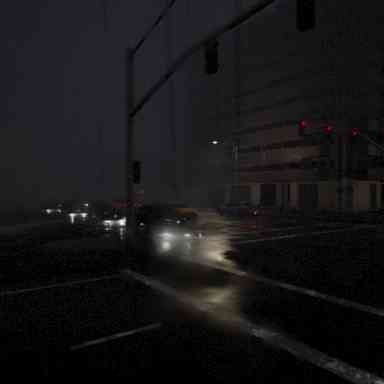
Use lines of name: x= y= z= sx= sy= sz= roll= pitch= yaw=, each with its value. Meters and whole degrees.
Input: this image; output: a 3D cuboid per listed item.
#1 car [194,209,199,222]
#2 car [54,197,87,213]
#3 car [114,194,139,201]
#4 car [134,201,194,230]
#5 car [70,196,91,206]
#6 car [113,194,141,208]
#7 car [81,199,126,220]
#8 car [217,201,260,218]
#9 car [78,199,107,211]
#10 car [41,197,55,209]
car: x=-1.443 y=1.533 z=26.679 sx=1.882 sy=1.535 sz=5.008 roll=0 pitch=0 yaw=-35
car: x=-13.707 y=1.603 z=37.926 sx=2.033 sy=1.411 sz=5.357 roll=0 pitch=0 yaw=-35
car: x=-6.813 y=1.407 z=34.245 sx=2.097 sy=1.767 sz=4.553 roll=0 pitch=0 yaw=-35
car: x=-2.215 y=1.560 z=21.721 sx=1.837 sy=1.490 sz=4.892 roll=0 pitch=0 yaw=-35
car: x=-19.845 y=1.547 z=58.985 sx=2.128 sy=1.511 sz=4.902 roll=0 pitch=0 yaw=-35
car: x=-10.102 y=1.276 z=51.311 sx=2.150 sy=2.045 sz=5.566 roll=0 pitch=0 yaw=-35
car: x=-7.853 y=1.603 z=29.662 sx=2.033 sy=1.411 sz=5.357 roll=0 pitch=0 yaw=-35
car: x=4.247 y=1.581 z=30.935 sx=1.812 sy=1.442 sz=4.674 roll=0 pitch=0 yaw=-34
car: x=-12.893 y=1.603 z=42.826 sx=2.033 sy=1.411 sz=5.357 roll=0 pitch=0 yaw=-35
car: x=-19.750 y=1.533 z=46.503 sx=1.882 sy=1.535 sz=5.008 roll=0 pitch=0 yaw=-35
